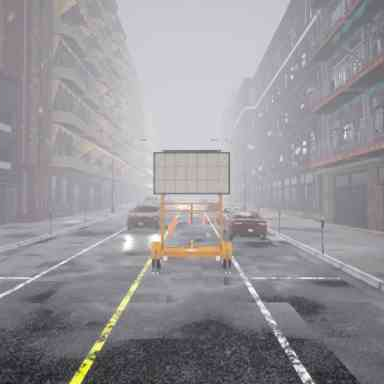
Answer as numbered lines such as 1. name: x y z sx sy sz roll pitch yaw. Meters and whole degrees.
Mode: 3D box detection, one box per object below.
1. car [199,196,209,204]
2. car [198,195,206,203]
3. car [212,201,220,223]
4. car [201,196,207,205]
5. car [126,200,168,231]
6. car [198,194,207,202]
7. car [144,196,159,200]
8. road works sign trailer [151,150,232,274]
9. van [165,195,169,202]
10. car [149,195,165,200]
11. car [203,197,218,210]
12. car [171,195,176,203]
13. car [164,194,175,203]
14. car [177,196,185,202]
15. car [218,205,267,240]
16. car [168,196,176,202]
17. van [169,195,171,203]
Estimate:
1. car: 2.615 1.625 72.183 1.967 1.590 4.097 1 0 0
2. car: 2.602 1.683 61.121 1.887 1.381 4.507 1 0 0
3. car: 2.591 1.554 22.577 1.752 1.417 4.829 1 0 0
4. car: 2.597 1.634 44.529 2.008 1.369 4.403 1 0 0
5. car: -2.843 1.503 20.990 1.882 1.535 5.008 0 0 0
6. car: 2.579 1.551 83.245 2.192 1.841 5.009 1 0 0
7. car: -5.284 1.593 38.893 1.752 1.417 4.829 2 0 0
8. road works sign trailer: -0.007 0.474 10.557 2.380 3.560 2.880 0 0 0
9. van: -5.275 1.459 55.654 1.690 1.788 3.998 2 0 0
10. car: -5.277 1.398 44.595 2.192 1.841 5.009 2 0 0
11. car: 2.595 1.613 38.997 1.887 1.381 4.507 1 0 0
12. car: -5.270 1.500 72.246 2.192 1.841 5.009 1 0 0
13. car: -5.268 1.525 77.776 2.192 1.841 5.009 1 0 0
14. car: -2.722 1.804 84.097 1.994 1.385 4.181 0 0 0
15. car: 2.589 1.564 16.875 1.887 1.381 4.507 1 0 0
16. car: -5.272 1.830 88.838 1.947 1.339 4.313 1 0 0
17. van: -5.274 1.480 61.186 1.690 1.788 3.998 1 0 0
